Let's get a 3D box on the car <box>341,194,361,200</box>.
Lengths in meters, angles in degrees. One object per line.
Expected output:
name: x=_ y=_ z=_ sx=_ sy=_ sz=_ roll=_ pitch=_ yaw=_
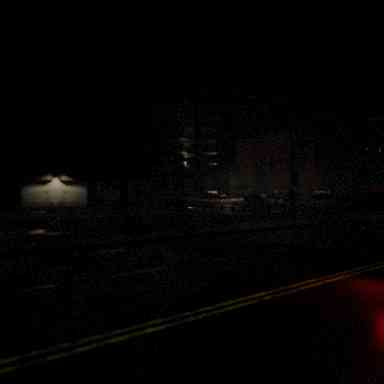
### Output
car: x=37.527 y=1.096 z=78.430 sx=1.784 sy=1.438 sz=3.905 roll=0 pitch=0 yaw=-36

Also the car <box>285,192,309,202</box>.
car: x=21.423 y=1.198 z=66.922 sx=1.970 sy=1.475 sz=3.806 roll=0 pitch=0 yaw=-36

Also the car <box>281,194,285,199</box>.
car: x=21.869 y=0.916 z=85.845 sx=1.932 sy=1.855 sz=4.605 roll=0 pitch=0 yaw=-36

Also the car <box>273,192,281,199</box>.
car: x=19.714 y=1.136 z=84.247 sx=1.784 sy=1.438 sz=3.905 roll=0 pitch=0 yaw=-36

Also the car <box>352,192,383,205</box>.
car: x=26.968 y=0.975 z=49.491 sx=1.932 sy=1.855 sz=4.605 roll=0 pitch=0 yaw=-36

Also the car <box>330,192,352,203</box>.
car: x=35.131 y=0.896 z=76.801 sx=1.932 sy=1.855 sz=4.605 roll=0 pitch=0 yaw=-36

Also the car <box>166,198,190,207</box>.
car: x=-2.065 y=1.520 z=47.840 sx=1.994 sy=1.385 sz=4.181 roll=0 pitch=1 yaw=-36

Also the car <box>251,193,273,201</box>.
car: x=17.356 y=1.178 z=82.568 sx=1.970 sy=1.475 sz=3.806 roll=0 pitch=0 yaw=-36
